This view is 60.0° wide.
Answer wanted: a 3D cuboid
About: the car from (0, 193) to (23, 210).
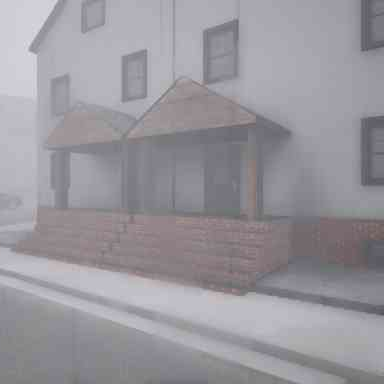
[{"bbox_3d":[-16.157,0.891,26.523,1.837,1.490,4.892,0,7,35],"label":"car"}]
